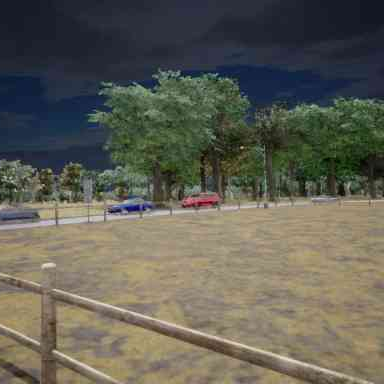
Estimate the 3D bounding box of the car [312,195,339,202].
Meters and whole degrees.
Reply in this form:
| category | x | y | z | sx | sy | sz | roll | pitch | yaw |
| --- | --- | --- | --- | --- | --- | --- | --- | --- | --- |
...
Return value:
| category | x | y | z | sx | sy | sz | roll | pitch | yaw |
| --- | --- | --- | --- | --- | --- | --- | --- | --- | --- |
| car | 21.863 | 1.150 | 54.097 | 4.718 | 1.301 | 1.895 | 0 | -1 | -31 |

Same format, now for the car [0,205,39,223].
| category | x | y | z | sx | sy | sz | roll | pitch | yaw |
| --- | --- | --- | --- | --- | --- | --- | --- | --- | --- |
| car | -13.027 | 1.577 | 23.336 | 1.994 | 1.385 | 4.181 | -2 | -1 | 34 |

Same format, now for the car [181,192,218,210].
| category | x | y | z | sx | sy | sz | roll | pitch | yaw |
| --- | --- | --- | --- | --- | --- | --- | --- | --- | --- |
| car | 1.097 | 1.102 | 41.268 | 2.150 | 2.045 | 5.566 | -2 | -1 | 44 |

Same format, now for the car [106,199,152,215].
| category | x | y | z | sx | sy | sz | roll | pitch | yaw |
| --- | --- | --- | --- | --- | --- | --- | --- | --- | --- |
| car | -6.126 | 1.435 | 32.854 | 1.882 | 1.535 | 5.008 | -2 | -1 | 38 |
